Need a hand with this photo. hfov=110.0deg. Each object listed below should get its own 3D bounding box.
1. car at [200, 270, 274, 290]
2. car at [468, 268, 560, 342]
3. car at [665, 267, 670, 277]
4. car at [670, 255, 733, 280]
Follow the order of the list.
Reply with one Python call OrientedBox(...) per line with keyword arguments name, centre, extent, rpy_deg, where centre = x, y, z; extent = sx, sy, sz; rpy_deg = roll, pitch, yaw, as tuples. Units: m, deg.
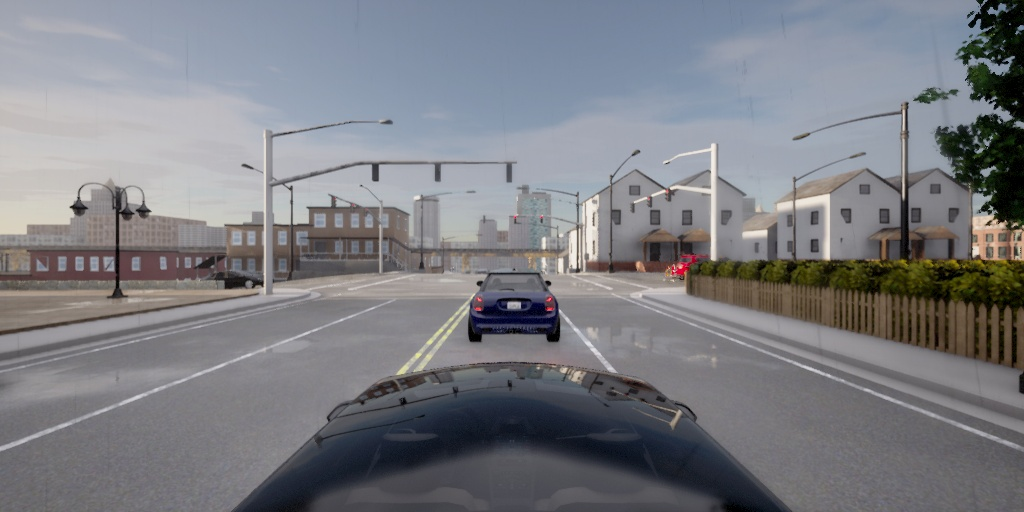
OrientedBox(name="car", centre=(-20.506, 1.779, 26.777), extent=(4.892, 1.490, 1.837), rpy_deg=(-5, 0, -1))
OrientedBox(name="car", centre=(0.056, 1.099, 9.967), extent=(2.097, 1.767, 4.553), rpy_deg=(0, 0, 0))
OrientedBox(name="car", centre=(15.723, 1.090, 31.060), extent=(4.553, 1.767, 2.097), rpy_deg=(0, 0, -1))
OrientedBox(name="car", centre=(15.455, 0.961, 27.289), extent=(5.566, 2.045, 2.150), rpy_deg=(0, 0, -2))
